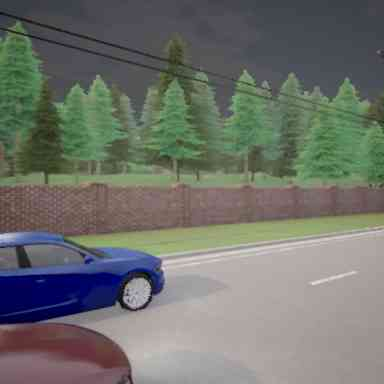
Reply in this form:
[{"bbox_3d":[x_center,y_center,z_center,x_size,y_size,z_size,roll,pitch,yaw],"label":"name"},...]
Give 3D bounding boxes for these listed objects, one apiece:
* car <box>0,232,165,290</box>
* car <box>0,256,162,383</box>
[{"bbox_3d":[-2.863,1.475,6.003,5.008,1.535,1.882,0,0,-35],"label":"car"},{"bbox_3d":[-2.600,1.528,1.911,4.674,1.442,1.812,0,0,-36],"label":"car"}]
